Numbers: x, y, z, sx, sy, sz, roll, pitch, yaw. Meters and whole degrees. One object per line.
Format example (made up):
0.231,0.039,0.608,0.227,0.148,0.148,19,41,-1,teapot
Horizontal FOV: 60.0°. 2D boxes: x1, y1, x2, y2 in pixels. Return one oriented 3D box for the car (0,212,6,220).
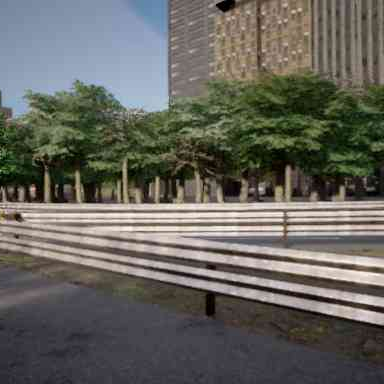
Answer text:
-14.140,1.441,20.592,5.366,1.575,1.801,0,0,17,car
